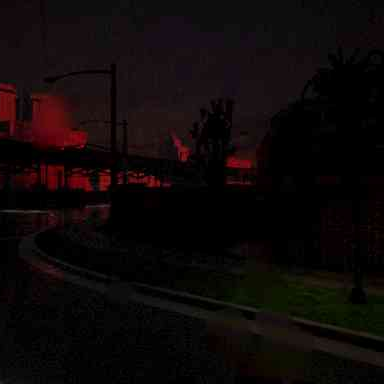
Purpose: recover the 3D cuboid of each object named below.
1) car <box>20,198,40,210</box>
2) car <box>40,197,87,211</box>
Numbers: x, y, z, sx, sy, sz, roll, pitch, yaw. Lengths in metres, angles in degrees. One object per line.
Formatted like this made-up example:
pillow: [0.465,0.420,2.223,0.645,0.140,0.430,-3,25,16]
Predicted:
car: [-18.493,1.403,40.677,1.812,1.442,4.674,0,1,37]
car: [-14.925,1.364,39.591,1.837,1.490,4.892,0,1,37]
